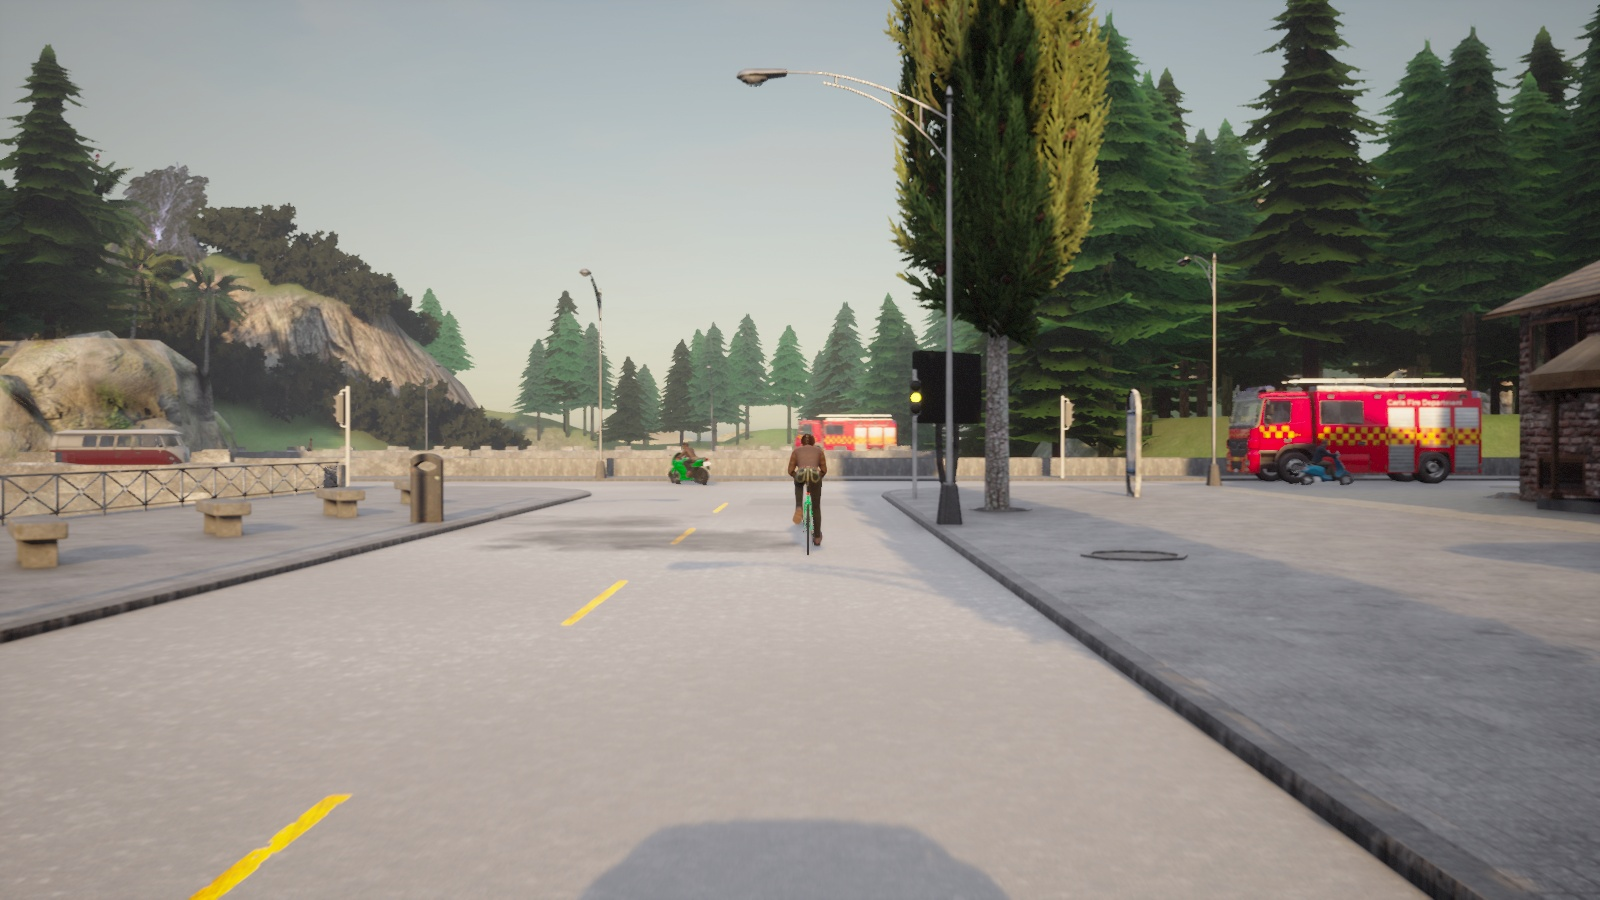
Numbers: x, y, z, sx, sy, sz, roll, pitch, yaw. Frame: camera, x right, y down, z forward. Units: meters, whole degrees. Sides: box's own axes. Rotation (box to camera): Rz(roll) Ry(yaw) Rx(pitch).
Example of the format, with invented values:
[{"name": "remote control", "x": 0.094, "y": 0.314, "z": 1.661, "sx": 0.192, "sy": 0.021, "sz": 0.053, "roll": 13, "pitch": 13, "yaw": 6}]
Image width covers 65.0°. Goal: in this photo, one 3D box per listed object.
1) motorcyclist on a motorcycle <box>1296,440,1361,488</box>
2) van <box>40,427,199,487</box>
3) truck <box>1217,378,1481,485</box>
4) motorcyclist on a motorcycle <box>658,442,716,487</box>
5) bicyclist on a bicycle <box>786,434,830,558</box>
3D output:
[{"name": "motorcyclist on a motorcycle", "x": 17.871, "y": 0.475, "z": 42.468, "sx": 1.817, "sy": 1.590, "sz": 0.866, "roll": 0, "pitch": 0, "yaw": 0}, {"name": "van", "x": -23.090, "y": 0.240, "z": 42.720, "sx": 4.442, "sy": 1.987, "sz": 1.775, "roll": 0, "pitch": 0, "yaw": 0}, {"name": "truck", "x": 20.161, "y": -0.664, "z": 46.452, "sx": 8.468, "sy": 3.827, "sz": 2.891, "roll": 0, "pitch": 0, "yaw": 0}, {"name": "motorcyclist on a motorcycle", "x": -3.965, "y": 0.477, "z": 44.067, "sx": 2.044, "sy": 1.523, "sz": 0.797, "roll": 0, "pitch": 2, "yaw": 41}, {"name": "bicyclist on a bicycle", "x": 0.110, "y": 0.602, "z": 17.225, "sx": 0.582, "sy": 1.620, "sz": 1.656, "roll": 0, "pitch": 0, "yaw": 0}]
